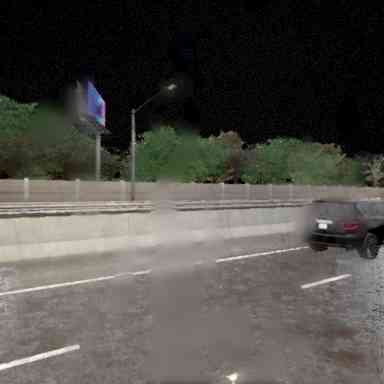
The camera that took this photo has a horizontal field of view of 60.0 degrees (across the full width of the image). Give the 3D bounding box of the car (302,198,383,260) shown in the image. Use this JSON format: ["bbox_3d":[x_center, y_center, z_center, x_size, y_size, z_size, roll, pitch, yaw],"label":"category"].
[{"bbox_3d":[6.594,1.247,12.745,5.566,2.045,2.150,0,0,-35],"label":"car"}]
